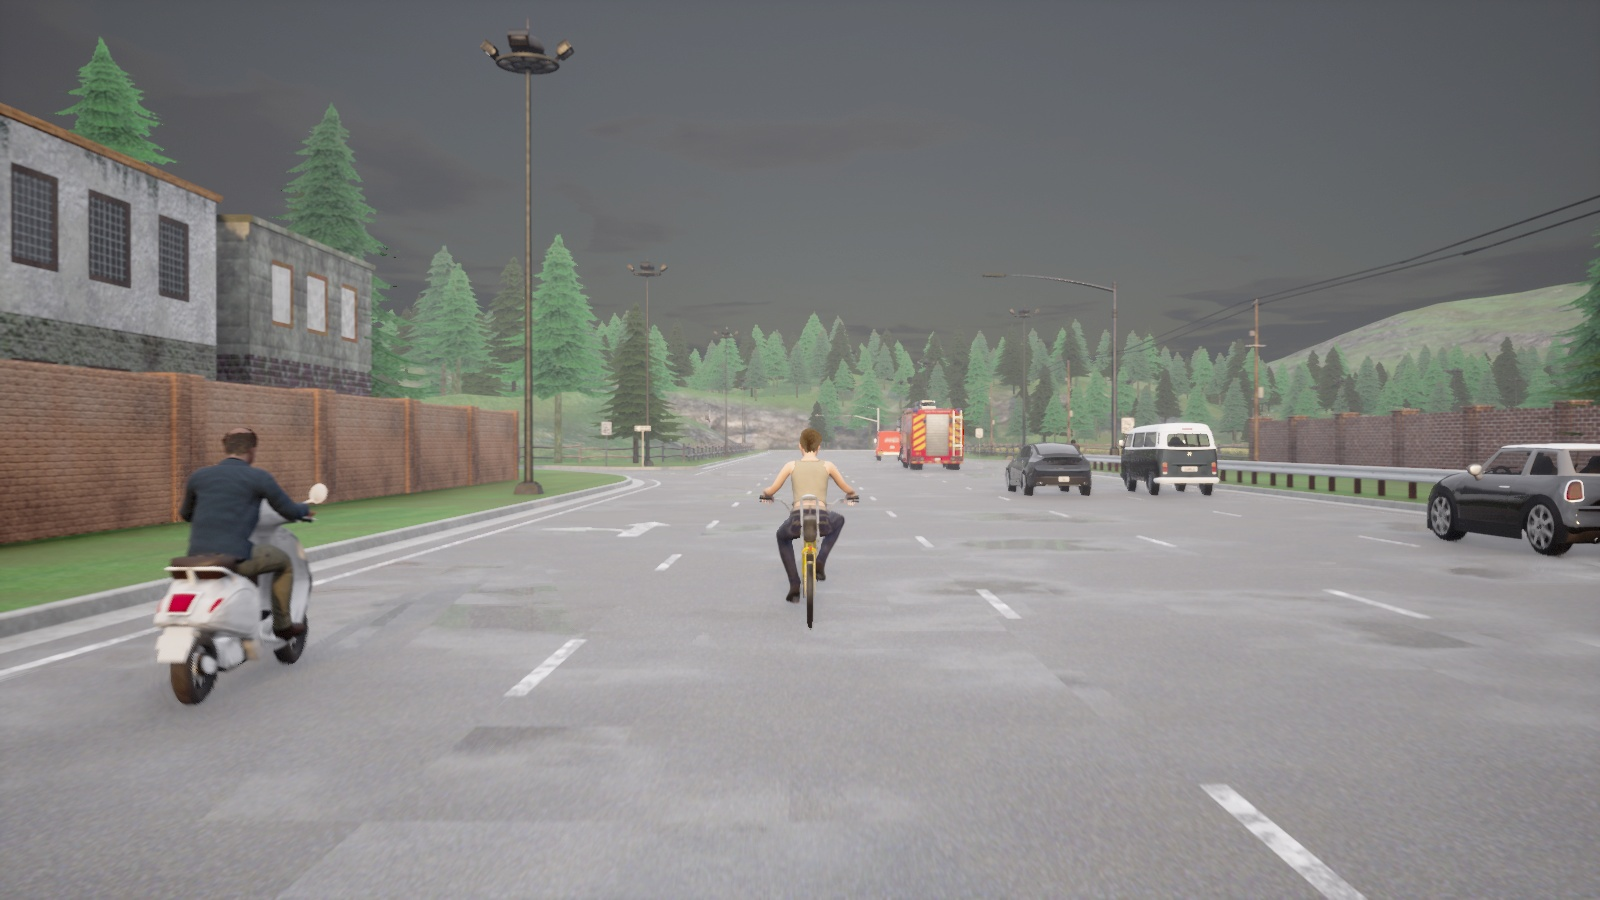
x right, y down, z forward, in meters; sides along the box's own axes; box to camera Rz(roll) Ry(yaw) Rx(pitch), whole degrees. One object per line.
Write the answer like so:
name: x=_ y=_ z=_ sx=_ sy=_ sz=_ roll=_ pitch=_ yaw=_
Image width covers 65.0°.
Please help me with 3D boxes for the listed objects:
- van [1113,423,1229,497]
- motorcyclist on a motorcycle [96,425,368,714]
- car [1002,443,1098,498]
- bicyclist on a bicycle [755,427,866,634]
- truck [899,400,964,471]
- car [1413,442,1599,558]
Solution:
van: x=10.722 y=0.271 z=36.664 sx=2.069 sy=2.038 sz=4.480 roll=0 pitch=0 yaw=0
motorcyclist on a motorcycle: x=-3.440 y=0.653 z=7.827 sx=0.866 sy=1.590 sz=1.817 roll=0 pitch=0 yaw=0
car: x=7.223 y=0.550 z=36.739 sx=1.837 sy=1.490 sz=4.892 roll=0 pitch=0 yaw=0
bicyclist on a bicycle: x=0.080 y=0.624 z=10.547 sx=0.866 sy=1.612 sz=1.509 roll=0 pitch=0 yaw=0
truck: x=7.423 y=-0.819 z=72.151 sx=2.891 sy=3.827 sz=8.468 roll=0 pitch=0 yaw=0
car: x=10.616 y=0.620 z=17.828 sx=1.970 sy=1.475 sz=3.806 roll=0 pitch=0 yaw=0
